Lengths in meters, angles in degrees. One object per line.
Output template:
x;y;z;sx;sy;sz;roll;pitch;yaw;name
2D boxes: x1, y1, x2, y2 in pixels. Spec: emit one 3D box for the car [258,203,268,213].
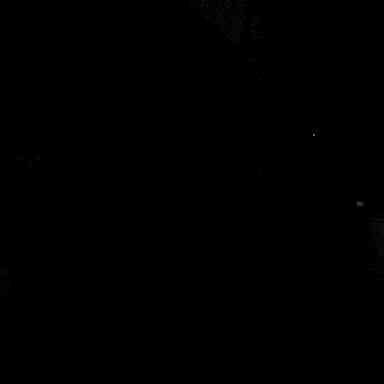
6.227;1.519;37.257;1.882;1.535;5.008;1;0;-36;car
